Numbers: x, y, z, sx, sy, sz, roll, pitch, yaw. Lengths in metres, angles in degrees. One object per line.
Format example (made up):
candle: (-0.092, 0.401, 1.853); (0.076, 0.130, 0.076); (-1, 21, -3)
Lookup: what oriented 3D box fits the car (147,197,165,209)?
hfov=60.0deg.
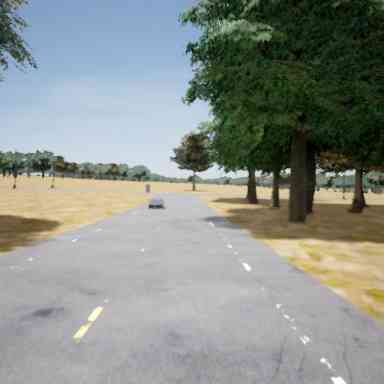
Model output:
car: (-4.378, 1.358, 41.534); (2.033, 1.411, 5.357); (0, 1, -1)
